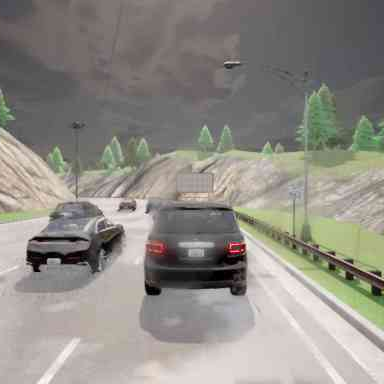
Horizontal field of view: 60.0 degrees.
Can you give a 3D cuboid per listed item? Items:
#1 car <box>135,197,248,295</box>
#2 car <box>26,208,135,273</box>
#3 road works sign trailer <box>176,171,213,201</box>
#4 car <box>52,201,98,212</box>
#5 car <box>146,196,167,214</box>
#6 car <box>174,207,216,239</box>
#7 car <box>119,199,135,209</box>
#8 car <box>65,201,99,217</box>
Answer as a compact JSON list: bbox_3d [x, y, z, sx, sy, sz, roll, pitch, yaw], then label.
[{"bbox_3d":[0.087,1.223,8.827,2.150,2.045,5.566,0,0,0],"label":"car"},{"bbox_3d":[-3.413,1.492,10.635,2.128,1.511,4.902,0,0,0],"label":"car"},{"bbox_3d":[0.184,0.467,21.551,2.380,3.560,2.880,0,0,0],"label":"road works sign trailer"},{"bbox_3d":[-6.928,1.353,20.338,2.097,1.767,4.553,0,0,0],"label":"car"},{"bbox_3d":[-3.873,1.356,36.602,2.097,1.767,4.553,0,0,-4],"label":"car"},{"bbox_3d":[0.120,1.561,18.054,1.994,1.385,4.181,0,0,-1],"label":"car"},{"bbox_3d":[-7.688,1.531,40.002,1.812,1.442,4.674,0,0,-5],"label":"car"},{"bbox_3d":[-10.629,1.605,32.535,1.895,1.301,4.718,0,0,-3],"label":"car"}]
